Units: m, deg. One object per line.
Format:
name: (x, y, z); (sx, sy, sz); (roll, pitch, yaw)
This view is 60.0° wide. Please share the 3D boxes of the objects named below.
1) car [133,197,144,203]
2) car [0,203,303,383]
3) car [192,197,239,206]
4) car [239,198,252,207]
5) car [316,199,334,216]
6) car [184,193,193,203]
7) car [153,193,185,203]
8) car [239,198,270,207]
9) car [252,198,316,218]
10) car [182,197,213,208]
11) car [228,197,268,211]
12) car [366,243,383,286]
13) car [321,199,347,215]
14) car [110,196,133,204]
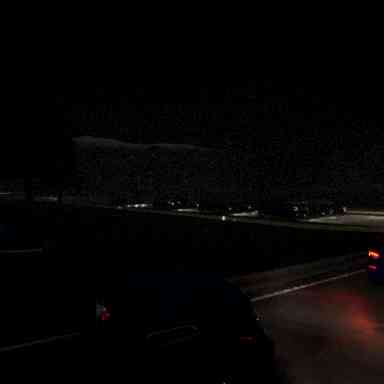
car: (-10.295, 1.566, 60.029); (1.994, 1.385, 4.181); (0, 0, -36)
car: (-1.855, 1.221, 2.422); (5.566, 2.045, 2.150); (0, 0, -35)
car: (2.499, 1.505, 36.273); (1.837, 1.490, 4.892); (0, 0, -36)
car: (4.940, 1.492, 38.863); (2.128, 1.511, 4.902); (0, 0, -36)
car: (10.404, 1.601, 31.388); (1.895, 1.301, 4.718); (0, 0, -36)
car: (-1.163, 1.218, 47.244); (2.150, 2.045, 5.566); (0, 0, -36)
car: (-3.407, 1.353, 44.374); (2.097, 1.767, 4.553); (0, 0, -36)
car: (9.769, 1.601, 52.082); (1.895, 1.301, 4.718); (0, 0, -36)
car: (7.895, 1.352, 28.892); (2.097, 1.767, 4.553); (0, 0, -36)
car: (0.762, 1.547, 50.544); (2.033, 1.411, 5.357); (0, 0, -36)
car: (6.985, 1.492, 41.998); (2.128, 1.511, 4.902); (0, 0, -36)
car: (6.039, 1.526, 8.071); (4.674, 1.442, 1.812); (0, 0, -35)
car: (13.119, 1.492, 33.607); (2.128, 1.511, 4.902); (0, 0, -36)
car: (-12.475, 1.478, 57.052); (1.882, 1.535, 5.008); (0, 0, -35)
